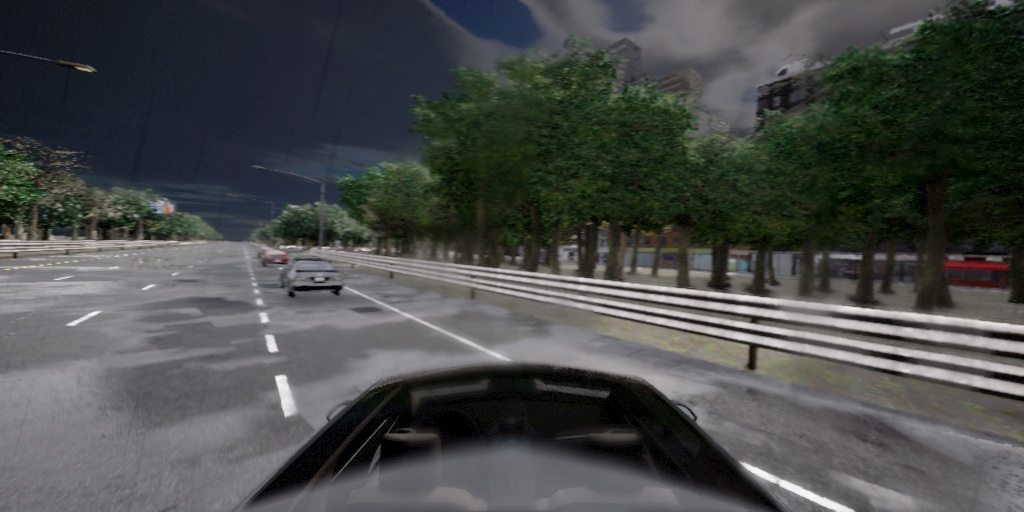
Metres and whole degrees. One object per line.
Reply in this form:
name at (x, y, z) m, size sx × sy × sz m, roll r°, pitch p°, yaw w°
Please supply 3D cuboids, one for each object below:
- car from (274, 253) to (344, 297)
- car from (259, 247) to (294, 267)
car at (-8.521, 0.808, 15.089) m, size 2.033 × 1.411 × 5.357 m, roll 2°, pitch 1°, yaw -37°
car at (-20.495, 0.133, 31.086) m, size 1.812 × 1.442 × 4.674 m, roll 2°, pitch 1°, yaw -37°
